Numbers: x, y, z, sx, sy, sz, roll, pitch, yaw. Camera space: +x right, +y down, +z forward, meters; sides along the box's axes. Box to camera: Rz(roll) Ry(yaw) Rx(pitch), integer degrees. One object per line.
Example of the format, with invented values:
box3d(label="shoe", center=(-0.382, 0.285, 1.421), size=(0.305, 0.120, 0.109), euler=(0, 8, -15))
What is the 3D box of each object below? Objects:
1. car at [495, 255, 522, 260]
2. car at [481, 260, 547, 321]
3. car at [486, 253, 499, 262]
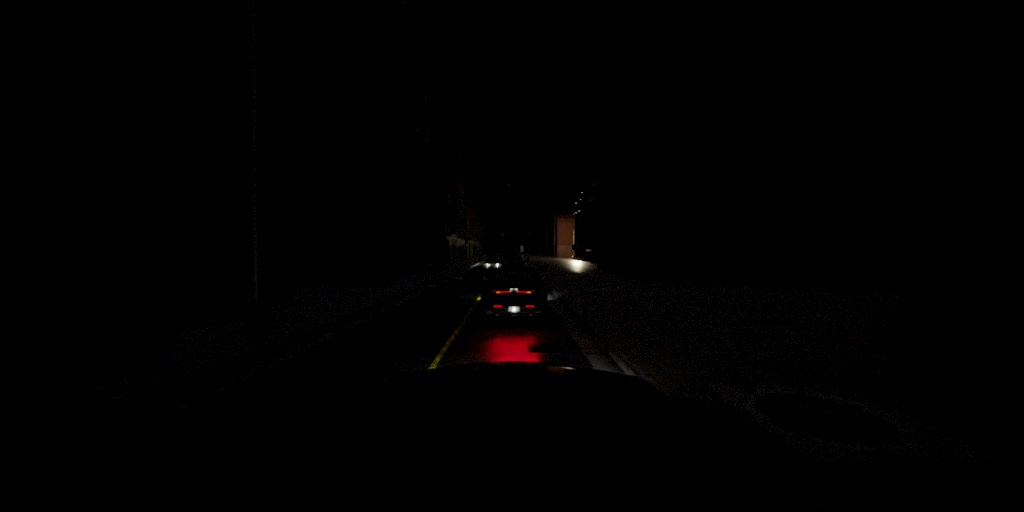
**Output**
box3d(label="car", center=(0.063, 0.841, 26.018), size=(2.033, 1.411, 5.357), euler=(0, 1, 0))
box3d(label="car", center=(0.064, 1.062, 11.576), size=(1.837, 1.490, 4.892), euler=(0, 1, 0))
box3d(label="car", center=(-2.755, 0.320, 53.560), size=(1.882, 1.535, 5.008), euler=(0, 1, 0))
